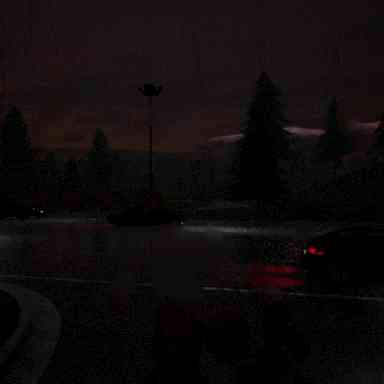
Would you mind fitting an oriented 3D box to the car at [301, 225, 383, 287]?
[{"bbox_3d":[4.963,1.564,8.435,4.181,1.385,1.994,0,0,12],"label":"car"}]

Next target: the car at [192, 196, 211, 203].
[{"bbox_3d":[2.047,1.566,69.962,4.181,1.385,1.994,0,0,45],"label":"car"}]

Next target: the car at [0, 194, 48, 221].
[{"bbox_3d":[-14.622,1.222,27.053,5.566,2.045,2.150,0,0,12],"label":"car"}]

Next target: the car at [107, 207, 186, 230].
[{"bbox_3d":[-2.773,1.601,20.878,4.718,1.301,1.895,0,0,12],"label":"car"}]
